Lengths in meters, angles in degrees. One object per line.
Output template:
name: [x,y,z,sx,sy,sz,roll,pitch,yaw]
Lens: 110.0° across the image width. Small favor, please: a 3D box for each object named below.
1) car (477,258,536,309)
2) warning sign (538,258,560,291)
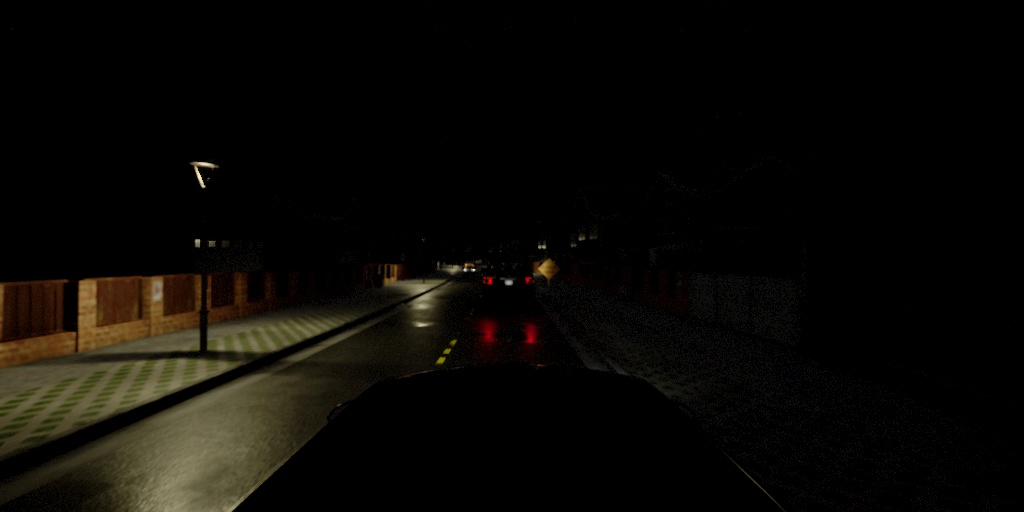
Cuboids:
car: [-0.194,1.099,15.938,2.150,2.045,5.566,0,0,-2]
warning sign: [2.138,1.042,20.965,1.300,1.860,1.060,0,0,-2]
